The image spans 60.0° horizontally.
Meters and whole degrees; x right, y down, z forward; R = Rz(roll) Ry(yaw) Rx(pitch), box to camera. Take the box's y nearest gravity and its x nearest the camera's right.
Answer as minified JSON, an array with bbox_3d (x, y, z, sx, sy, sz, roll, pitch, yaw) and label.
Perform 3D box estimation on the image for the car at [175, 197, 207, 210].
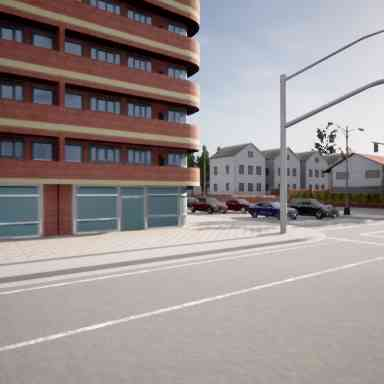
[{"bbox_3d":[-0.210,1.505,44.434,1.837,1.490,4.892,0,0,-35],"label":"car"}]

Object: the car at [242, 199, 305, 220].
[{"bbox_3d":[6.792,1.526,28.178,1.812,1.442,4.674,0,0,-35],"label":"car"}]

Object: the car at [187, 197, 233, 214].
[{"bbox_3d":[1.795,1.352,35.374,2.097,1.767,4.553,0,0,-34],"label":"car"}]

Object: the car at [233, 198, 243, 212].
[{"bbox_3d":[5.174,1.478,36.646,1.882,1.535,5.008,0,0,-35],"label":"car"}]

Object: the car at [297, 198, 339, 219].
[{"bbox_3d":[10.427,1.352,29.072,2.097,1.767,4.553,0,0,-35],"label":"car"}]
